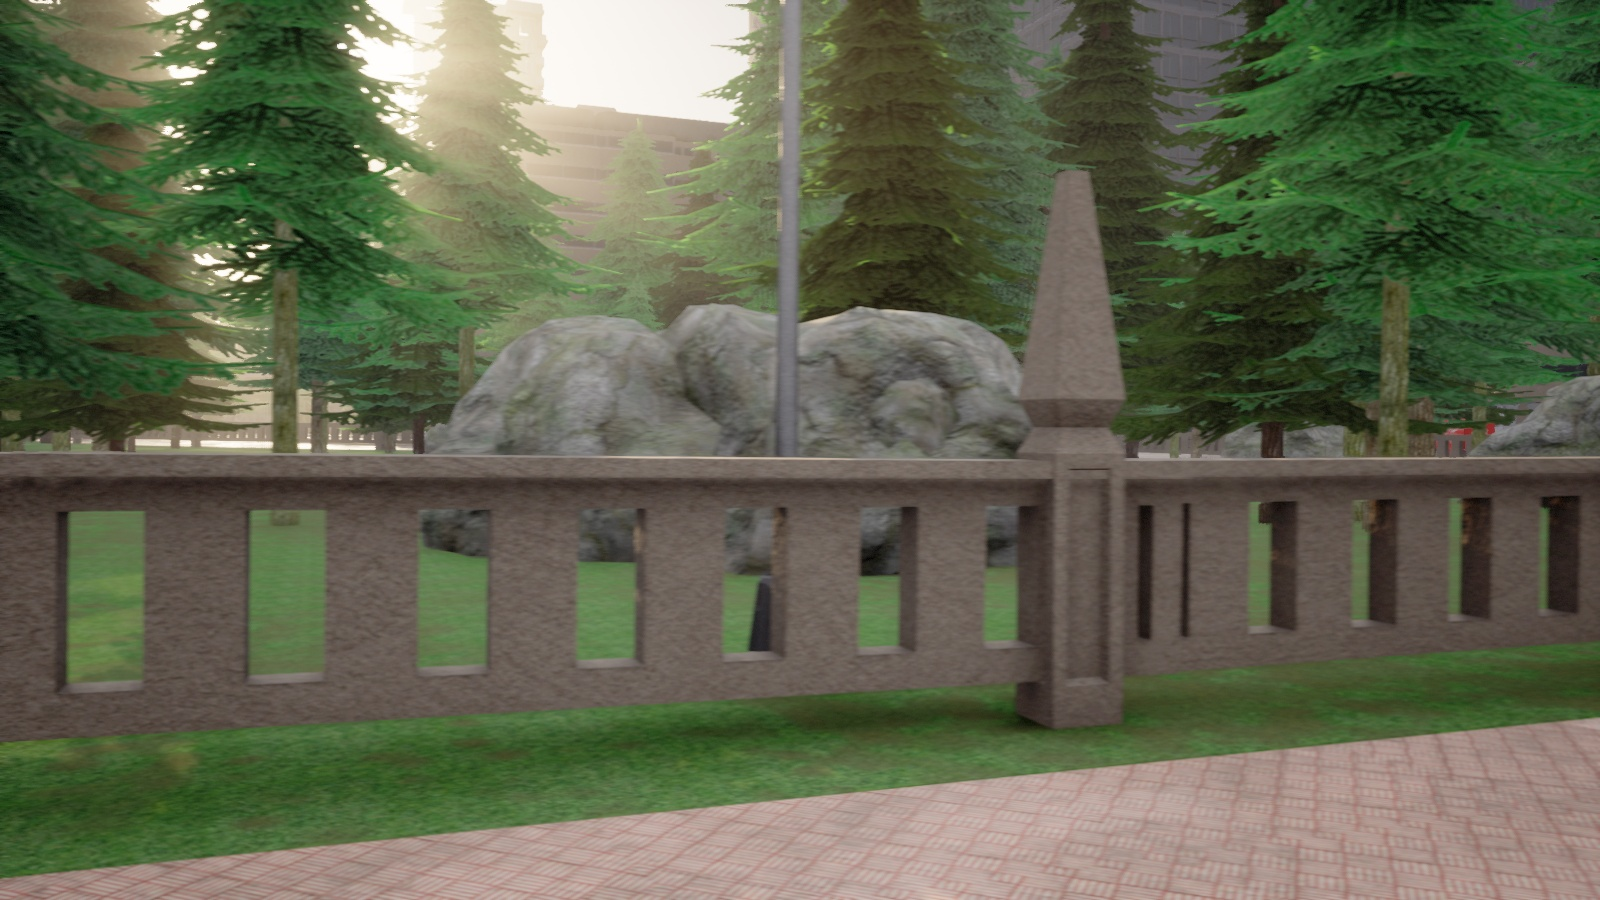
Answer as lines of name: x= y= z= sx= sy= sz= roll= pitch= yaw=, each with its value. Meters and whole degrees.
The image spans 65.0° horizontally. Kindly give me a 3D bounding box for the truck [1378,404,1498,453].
truck: x=33.317 y=-1.119 z=65.757 sx=2.627 sy=2.467 sz=5.204 roll=-1 pitch=1 yaw=-21
